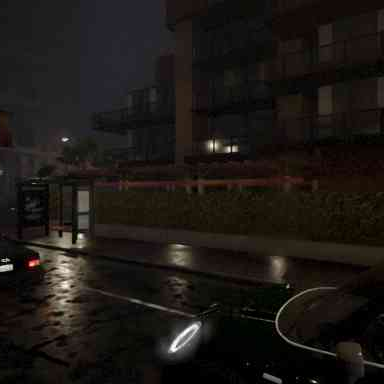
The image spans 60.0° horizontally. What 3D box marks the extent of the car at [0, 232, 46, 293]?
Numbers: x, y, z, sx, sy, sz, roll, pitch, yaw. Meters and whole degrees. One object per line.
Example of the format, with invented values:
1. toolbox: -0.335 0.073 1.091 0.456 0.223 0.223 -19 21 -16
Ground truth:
1. car: -5.701 1.547 8.018 5.357 1.411 2.033 0 0 36

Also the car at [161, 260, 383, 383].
1. car: 1.914 1.352 2.639 4.553 1.767 2.097 0 0 35

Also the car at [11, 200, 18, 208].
1. car: -22.024 1.505 46.529 1.837 1.490 4.892 0 0 36

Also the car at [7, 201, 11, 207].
1. car: -24.521 1.477 49.072 1.882 1.535 5.008 0 0 35
